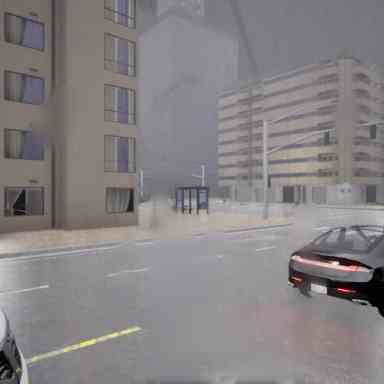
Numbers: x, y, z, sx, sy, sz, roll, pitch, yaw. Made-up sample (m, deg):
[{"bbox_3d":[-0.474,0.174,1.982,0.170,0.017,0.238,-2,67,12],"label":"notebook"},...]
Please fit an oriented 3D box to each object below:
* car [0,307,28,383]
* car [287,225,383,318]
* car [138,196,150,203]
[{"bbox_3d":[-3.755,1.221,1.367,5.566,2.045,2.150,0,0,-32],"label":"car"},{"bbox_3d":[4.120,1.492,7.380,4.902,1.511,2.128,0,0,-39],"label":"car"},{"bbox_3d":[-11.205,1.603,67.629,5.357,1.411,2.033,0,0,-40],"label":"car"}]
